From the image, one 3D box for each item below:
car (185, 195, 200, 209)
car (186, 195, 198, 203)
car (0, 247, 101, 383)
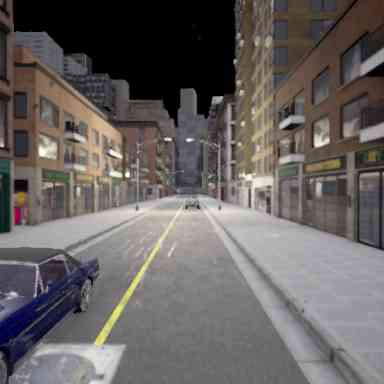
[{"bbox_3d":[0.064,1.418,43.222,2.033,1.411,5.357,0,0,0],"label":"car"},{"bbox_3d":[0.039,1.311,63.577,2.128,1.511,4.902,0,0,0],"label":"car"},{"bbox_3d":[-2.855,1.583,4.802,1.895,1.301,4.718,0,0,0],"label":"car"}]
